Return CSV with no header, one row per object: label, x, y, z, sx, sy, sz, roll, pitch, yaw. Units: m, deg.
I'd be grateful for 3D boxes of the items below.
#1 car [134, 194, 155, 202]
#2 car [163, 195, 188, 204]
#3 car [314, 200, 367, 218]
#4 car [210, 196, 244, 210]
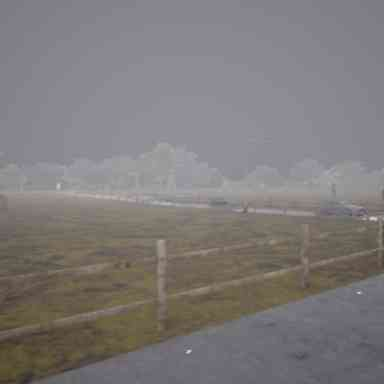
car,-8.155,1.028,57.322,1.895,1.301,4.718,1,1,-36
car,-2.800,1.134,54.751,2.033,1.411,5.357,1,1,-35
car,12.535,1.395,28.281,1.994,1.385,4.181,1,-1,-35
car,4.198,1.298,39.929,1.837,1.490,4.892,1,0,-36
